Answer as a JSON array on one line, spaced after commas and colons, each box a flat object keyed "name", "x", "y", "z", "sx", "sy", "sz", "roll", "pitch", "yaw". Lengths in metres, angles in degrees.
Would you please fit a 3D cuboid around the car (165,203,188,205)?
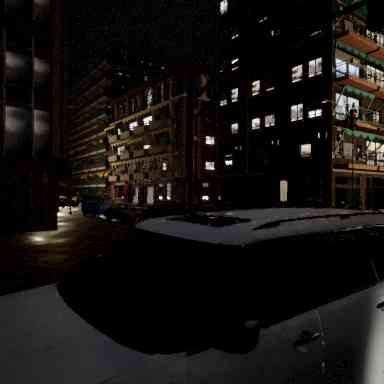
[{"name": "car", "x": -1.716, "y": 1.525, "z": 19.811, "sx": 1.802, "sy": 1.307, "sz": 4.206, "roll": 0, "pitch": 0, "yaw": -36}]

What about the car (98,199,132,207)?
[{"name": "car", "x": -4.920, "y": 1.458, "z": 24.272, "sx": 1.752, "sy": 1.417, "sz": 4.829, "roll": 0, "pitch": 0, "yaw": -36}]

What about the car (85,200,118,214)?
[{"name": "car", "x": -9.708, "y": 1.529, "z": 35.386, "sx": 1.895, "sy": 1.301, "sz": 4.718, "roll": 0, "pitch": 0, "yaw": -36}]

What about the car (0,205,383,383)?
[{"name": "car", "x": 0.284, "y": 1.224, "z": 3.224, "sx": 5.566, "sy": 2.045, "sz": 2.150, "roll": 0, "pitch": 0, "yaw": -35}]

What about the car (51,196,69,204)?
[{"name": "car", "x": -24.402, "y": 1.456, "z": 61.292, "sx": 2.033, "sy": 1.411, "sz": 5.357, "roll": 0, "pitch": 0, "yaw": -35}]

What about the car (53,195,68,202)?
[{"name": "car", "x": -27.954, "y": 1.360, "z": 70.697, "sx": 1.967, "sy": 1.590, "sz": 4.097, "roll": 0, "pitch": 0, "yaw": -36}]

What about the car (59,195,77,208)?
[{"name": "car", "x": -17.077, "y": 1.477, "z": 45.720, "sx": 1.994, "sy": 1.385, "sz": 4.181, "roll": 0, "pitch": 0, "yaw": -35}]

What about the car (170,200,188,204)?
[{"name": "car", "x": -0.901, "y": 1.498, "z": 23.117, "sx": 2.033, "sy": 1.411, "sz": 5.357, "roll": 0, "pitch": 0, "yaw": -36}]

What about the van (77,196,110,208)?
[{"name": "van", "x": -8.323, "y": 1.265, "z": 29.010, "sx": 1.690, "sy": 1.788, "sz": 3.998, "roll": 0, "pitch": 0, "yaw": -36}]

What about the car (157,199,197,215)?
[{"name": "car", "x": -1.618, "y": 1.487, "z": 34.037, "sx": 1.752, "sy": 1.417, "sz": 4.829, "roll": 0, "pitch": 0, "yaw": -36}]

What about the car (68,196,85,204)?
[{"name": "car", "x": -21.445, "y": 1.447, "z": 61.636, "sx": 1.752, "sy": 1.417, "sz": 4.829, "roll": 0, "pitch": 0, "yaw": -36}]
